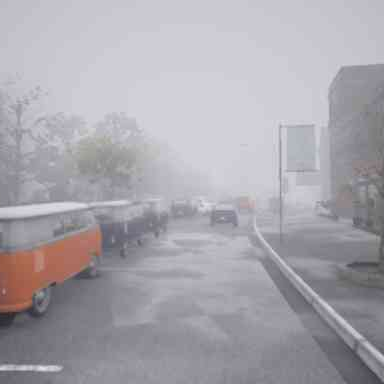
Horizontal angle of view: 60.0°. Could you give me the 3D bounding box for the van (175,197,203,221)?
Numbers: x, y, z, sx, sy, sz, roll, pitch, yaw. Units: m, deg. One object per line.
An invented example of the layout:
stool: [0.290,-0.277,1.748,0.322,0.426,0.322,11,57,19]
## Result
van: [-0.552,1.458,29.699,1.878,1.987,4.442,-2,0,10]

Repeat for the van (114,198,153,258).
van: [-3.023,1.308,13.124,1.878,1.987,4.442,-2,0,4]

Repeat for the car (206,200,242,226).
car: [2.468,1.616,24.700,1.882,1.535,5.008,0,0,10]

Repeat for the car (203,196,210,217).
car: [0.661,1.492,35.066,2.435,2.045,5.566,-1,0,11]

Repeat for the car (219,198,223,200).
car: [2.082,1.840,40.441,2.002,1.452,4.674,-1,0,15]

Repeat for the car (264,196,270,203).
car: [18.511,2.270,87.529,2.002,1.452,4.674,-1,-1,20]

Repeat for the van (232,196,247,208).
van: [8.654,1.759,60.600,1.878,1.987,4.442,-1,0,18]

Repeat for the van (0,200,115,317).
van: [-3.444,1.276,7.548,1.878,1.987,4.442,-2,0,4]

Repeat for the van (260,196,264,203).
van: [14.743,1.919,77.228,1.878,1.987,4.442,-1,-1,22]

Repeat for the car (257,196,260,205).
car: [12.786,2.079,71.889,2.231,1.521,4.892,-1,0,18]

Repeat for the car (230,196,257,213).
car: [6.657,1.533,42.450,2.150,2.045,5.566,-1,-1,16]

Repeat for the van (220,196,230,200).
van: [5.378,1.676,51.203,1.878,1.987,4.442,-1,0,18]

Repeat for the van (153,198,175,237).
van: [-2.421,1.350,18.671,1.878,1.987,4.442,-2,0,5]
